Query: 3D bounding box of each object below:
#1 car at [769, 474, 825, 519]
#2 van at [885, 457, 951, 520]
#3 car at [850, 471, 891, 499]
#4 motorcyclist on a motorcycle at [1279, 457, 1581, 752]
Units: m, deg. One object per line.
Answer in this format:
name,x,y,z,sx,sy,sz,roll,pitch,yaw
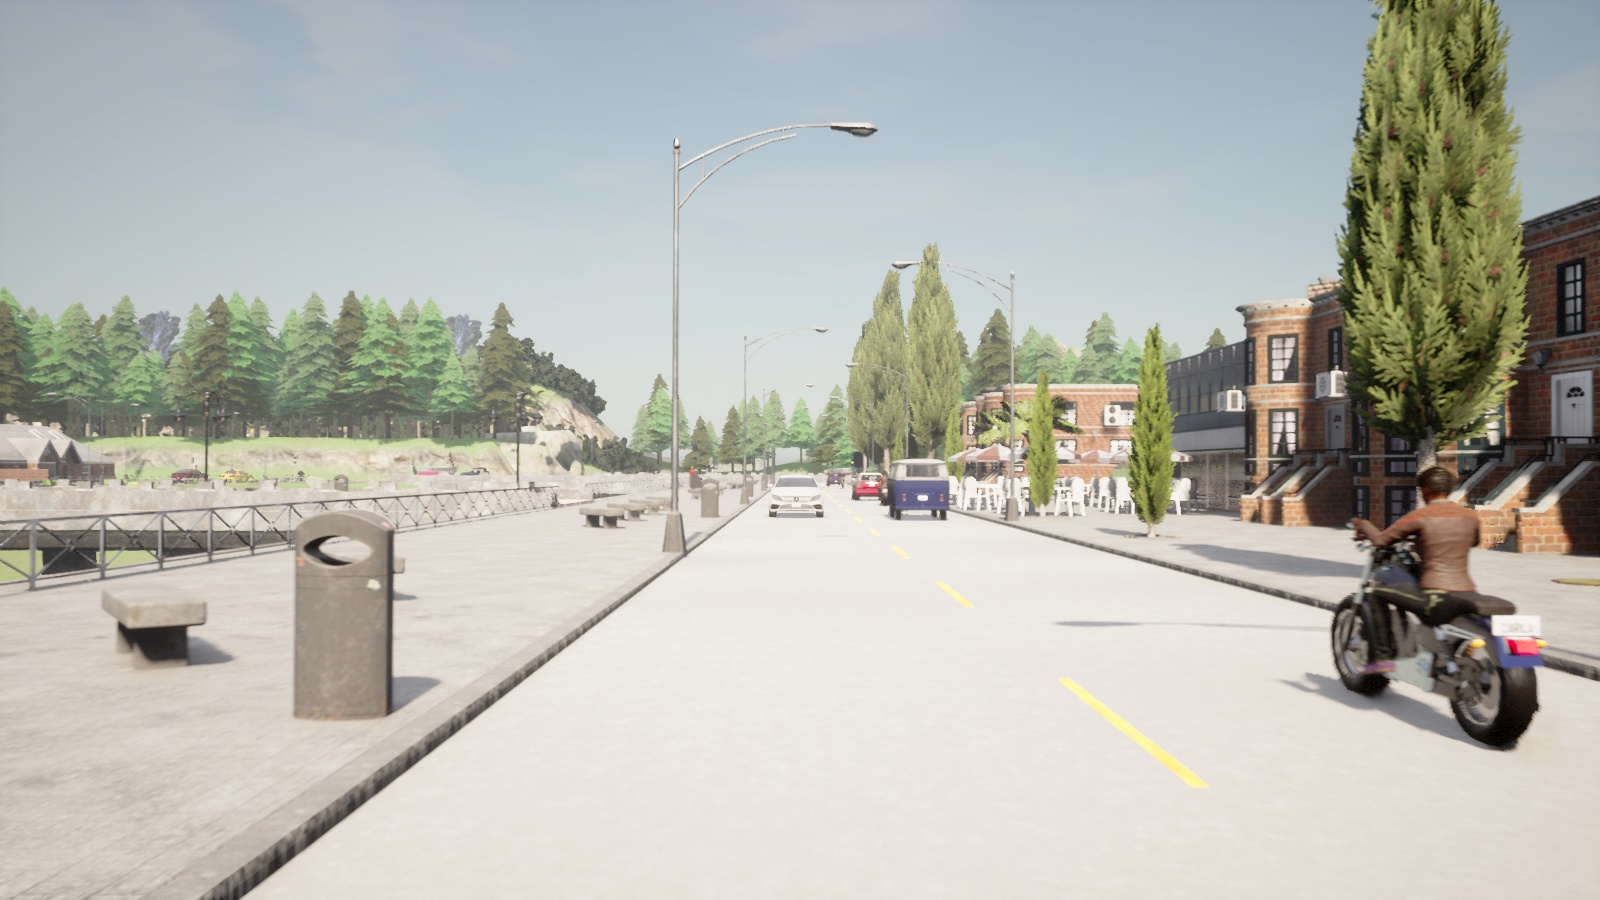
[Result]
car,-0.112,1.564,43.197,1.812,1.442,4.674,0,-1,0
van,3.889,1.254,41.948,1.775,1.987,4.442,0,-1,0
car,3.822,1.911,68.480,1.970,1.475,3.806,0,-1,0
motorcyclist on a motorcycle,3.977,0.887,8.207,0.766,1.649,2.350,0,-1,0
